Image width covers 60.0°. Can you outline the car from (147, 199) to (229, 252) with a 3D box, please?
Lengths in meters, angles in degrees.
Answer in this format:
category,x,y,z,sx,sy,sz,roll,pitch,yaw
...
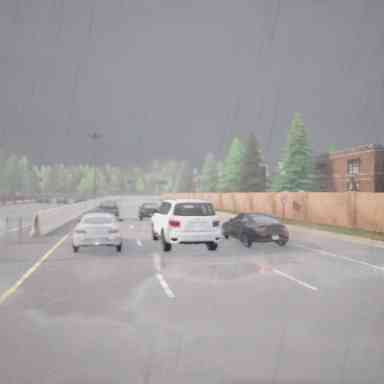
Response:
category,x,y,z,sx,sy,sz,roll,pitch,yaw
car,-0.445,1.319,14.608,2.150,2.045,5.566,1,0,-14

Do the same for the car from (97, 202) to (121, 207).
category,x,y,z,sx,sy,sz,roll,pitch,yaw
car,-7.138,1.611,28.554,2.128,1.511,4.902,1,0,-12

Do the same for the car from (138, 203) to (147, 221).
category,x,y,z,sx,sy,sz,roll,pitch,yaw
car,-3.729,1.694,29.350,1.812,1.442,4.674,1,0,-12

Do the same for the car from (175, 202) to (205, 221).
category,x,y,z,sx,sy,sz,roll,pitch,yaw
car,-0.308,1.744,30.088,1.812,1.442,4.674,1,0,-12

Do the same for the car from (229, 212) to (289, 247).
category,x,y,z,sx,sy,sz,roll,pitch,yaw
car,2.873,1.680,15.788,1.812,1.442,4.674,1,0,-13

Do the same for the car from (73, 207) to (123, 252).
category,x,y,z,sx,sy,sz,roll,pitch,yaw
car,-3.933,1.580,14.152,1.812,1.442,4.674,1,0,-13
